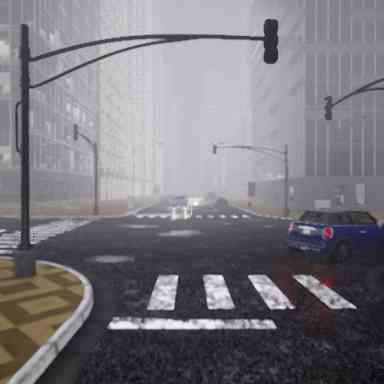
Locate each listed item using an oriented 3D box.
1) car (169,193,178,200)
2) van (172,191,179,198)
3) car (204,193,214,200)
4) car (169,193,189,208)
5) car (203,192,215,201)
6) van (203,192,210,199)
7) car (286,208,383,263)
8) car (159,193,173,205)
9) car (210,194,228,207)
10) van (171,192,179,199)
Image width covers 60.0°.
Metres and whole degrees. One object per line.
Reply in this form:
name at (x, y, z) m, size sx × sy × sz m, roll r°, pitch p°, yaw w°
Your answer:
car at (-4.238, 0.937, 77.875) m, size 1.967 × 1.590 × 4.097 m, roll 0°, pitch 0°, yaw 0°
van at (-4.299, 0.757, 88.929) m, size 1.690 × 1.788 × 3.998 m, roll 0°, pitch 0°, yaw 0°
car at (3.672, 0.978, 72.391) m, size 1.967 × 1.590 × 4.097 m, roll 0°, pitch 0°, yaw 0°
car at (-1.571, 1.269, 42.987) m, size 1.812 × 1.442 × 4.674 m, roll 0°, pitch 0°, yaw 0°
car at (3.703, 0.893, 66.862) m, size 2.192 × 1.841 × 5.009 m, roll 0°, pitch 0°, yaw 0°
van at (3.611, 0.797, 83.445) m, size 1.690 × 1.788 × 3.998 m, roll 0°, pitch 0°, yaw 0°
car at (5.738, 1.394, 12.246) m, size 4.553 × 1.767 × 2.097 m, roll 1°, pitch 0°, yaw -29°
car at (-4.087, 1.277, 50.238) m, size 1.802 × 1.307 × 4.206 m, roll 0°, pitch 0°, yaw 0°
car at (3.873, 1.298, 44.755) m, size 1.947 × 1.339 × 4.313 m, roll 0°, pitch 0°, yaw 0°
van at (-4.269, 0.798, 83.401) m, size 1.690 × 1.788 × 3.998 m, roll 0°, pitch 0°, yaw 0°
